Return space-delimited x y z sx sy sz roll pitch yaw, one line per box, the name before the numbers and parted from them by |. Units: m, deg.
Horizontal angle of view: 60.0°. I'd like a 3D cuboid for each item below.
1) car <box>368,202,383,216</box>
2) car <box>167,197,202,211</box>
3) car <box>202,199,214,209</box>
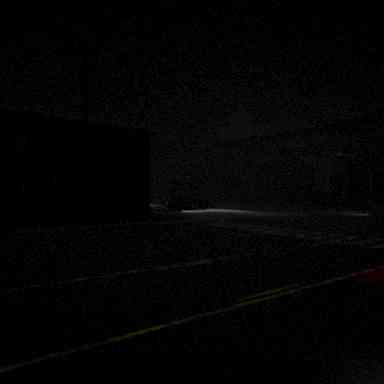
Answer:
car | 17.467 1.451 28.884 1.882 1.535 5.008 1 0 -5
car | -1.264 1.440 40.740 1.837 1.490 4.892 0 0 -35
car | 0.858 1.534 43.795 1.895 1.301 4.718 0 0 -35
